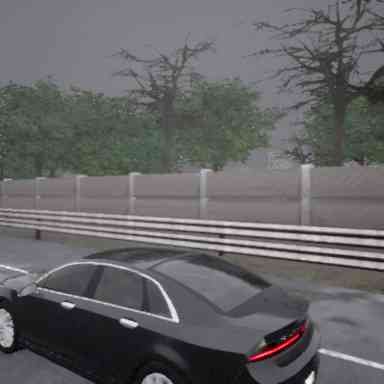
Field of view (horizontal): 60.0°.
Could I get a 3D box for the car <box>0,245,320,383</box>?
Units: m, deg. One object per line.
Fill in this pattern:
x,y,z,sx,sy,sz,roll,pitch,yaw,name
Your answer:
-0.885,1.504,4.500,4.892,1.490,1.837,0,0,35,car
